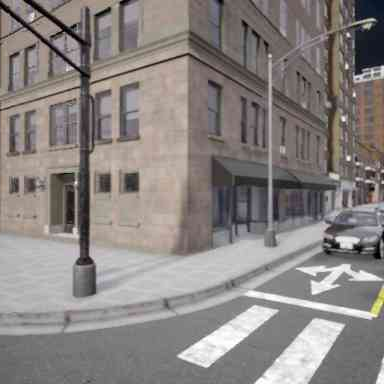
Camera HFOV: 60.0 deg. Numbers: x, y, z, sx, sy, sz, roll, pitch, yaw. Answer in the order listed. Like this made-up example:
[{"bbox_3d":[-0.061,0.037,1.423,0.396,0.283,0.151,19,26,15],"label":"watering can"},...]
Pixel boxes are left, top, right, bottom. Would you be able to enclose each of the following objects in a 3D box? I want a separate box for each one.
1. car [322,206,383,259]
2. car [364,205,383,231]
[{"bbox_3d":[6.420,1.482,12.772,2.128,1.511,4.902,0,0,35],"label":"car"},{"bbox_3d":[12.262,1.587,20.964,1.895,1.301,4.718,0,0,36],"label":"car"}]
